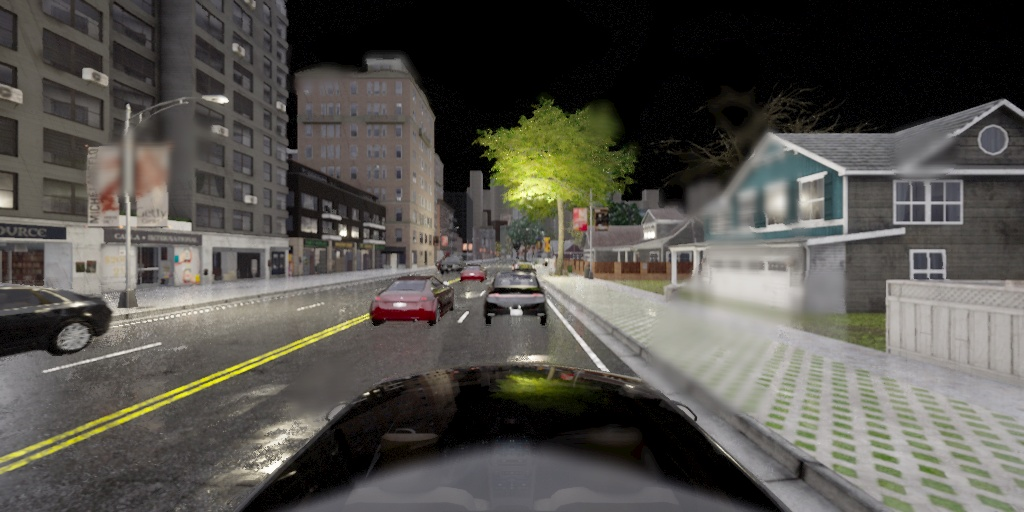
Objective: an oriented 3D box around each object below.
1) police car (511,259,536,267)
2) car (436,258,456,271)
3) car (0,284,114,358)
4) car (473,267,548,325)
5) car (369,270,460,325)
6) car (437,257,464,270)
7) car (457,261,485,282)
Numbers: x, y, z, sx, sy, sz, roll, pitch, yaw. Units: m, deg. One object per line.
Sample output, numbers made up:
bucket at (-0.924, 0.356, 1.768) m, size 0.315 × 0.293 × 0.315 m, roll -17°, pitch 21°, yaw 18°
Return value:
police car at (0.998, 1.255, 29.363) m, size 1.930 × 1.638 × 5.238 m, roll 0°, pitch 0°, yaw 0°
car at (-9.799, 1.236, 53.371) m, size 2.097 × 1.767 × 4.553 m, roll 0°, pitch 0°, yaw 0°
car at (-9.845, 1.269, 5.931) m, size 1.837 × 1.490 × 4.892 m, roll 0°, pitch 0°, yaw 0°
car at (0.110, 1.276, 11.925) m, size 2.128 × 1.511 × 4.902 m, roll 0°, pitch 0°, yaw 0°
car at (-3.140, 1.348, 12.043) m, size 1.994 × 1.385 × 4.181 m, roll 0°, pitch 0°, yaw 0°
car at (-6.567, 1.077, 40.411) m, size 2.150 × 2.045 × 5.566 m, roll 0°, pitch 0°, yaw 0°
car at (-3.125, 1.395, 30.023) m, size 1.994 × 1.385 × 4.181 m, roll 0°, pitch 0°, yaw 0°
